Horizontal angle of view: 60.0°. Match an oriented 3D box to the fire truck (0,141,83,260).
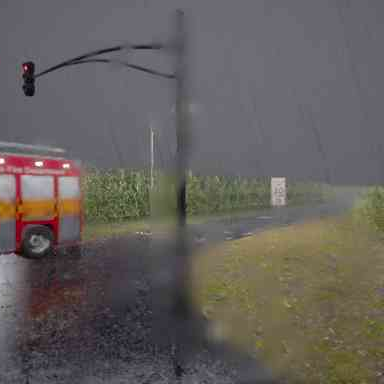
[{"bbox_3d":[-7.505,0.329,9.642,2.891,3.827,8.468,0,0,35],"label":"fire truck"}]
